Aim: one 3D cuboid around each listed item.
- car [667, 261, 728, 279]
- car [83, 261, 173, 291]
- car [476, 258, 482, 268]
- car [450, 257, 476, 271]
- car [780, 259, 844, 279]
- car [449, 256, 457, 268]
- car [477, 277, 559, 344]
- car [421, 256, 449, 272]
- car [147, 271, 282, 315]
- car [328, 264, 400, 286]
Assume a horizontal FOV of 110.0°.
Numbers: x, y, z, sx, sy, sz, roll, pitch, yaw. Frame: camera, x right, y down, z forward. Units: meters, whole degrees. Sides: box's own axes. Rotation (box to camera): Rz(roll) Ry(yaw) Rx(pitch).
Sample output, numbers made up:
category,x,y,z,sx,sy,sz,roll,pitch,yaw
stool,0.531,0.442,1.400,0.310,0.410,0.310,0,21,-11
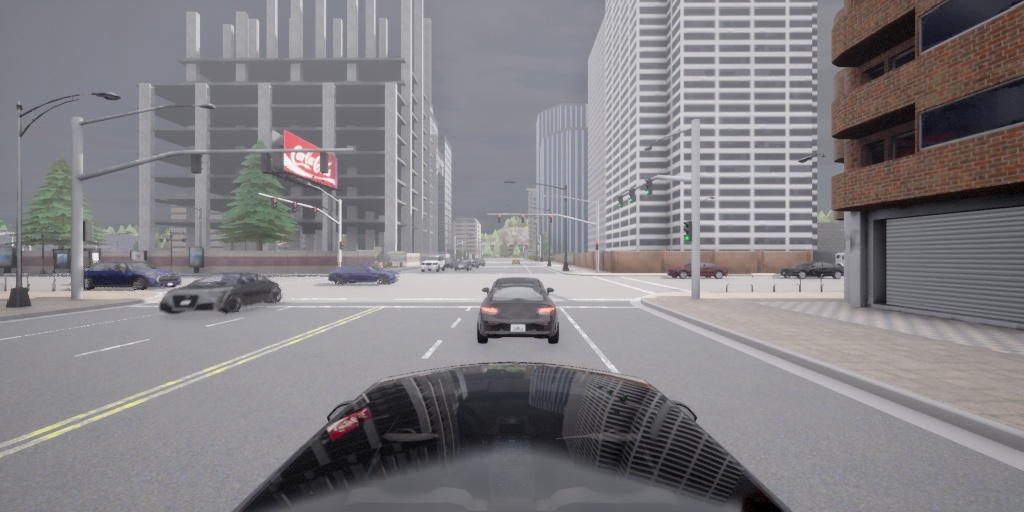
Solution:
category,x,y,z,sx,sy,sz,roll,pitch,yaw
car,16.460,1.227,31.905,5.008,1.535,1.882,0,0,0
car,-22.698,1.102,21.459,4.553,1.767,2.097,0,0,0
car,-6.444,1.314,58.524,1.994,1.385,4.181,0,0,0
car,-6.565,1.241,48.554,2.128,1.511,4.902,0,0,1
car,26.653,1.227,31.829,5.008,1.535,1.882,0,0,0
car,-9.970,1.102,55.669,2.097,1.767,4.553,0,0,1
car,0.157,1.276,9.484,1.812,1.442,4.674,0,0,1
car,-10.084,0.971,46.199,2.150,2.045,5.566,0,0,1
car,-10.669,1.313,13.531,1.994,1.385,4.181,0,0,-5
car,-10.224,1.275,24.878,4.674,1.442,1.812,0,0,0
